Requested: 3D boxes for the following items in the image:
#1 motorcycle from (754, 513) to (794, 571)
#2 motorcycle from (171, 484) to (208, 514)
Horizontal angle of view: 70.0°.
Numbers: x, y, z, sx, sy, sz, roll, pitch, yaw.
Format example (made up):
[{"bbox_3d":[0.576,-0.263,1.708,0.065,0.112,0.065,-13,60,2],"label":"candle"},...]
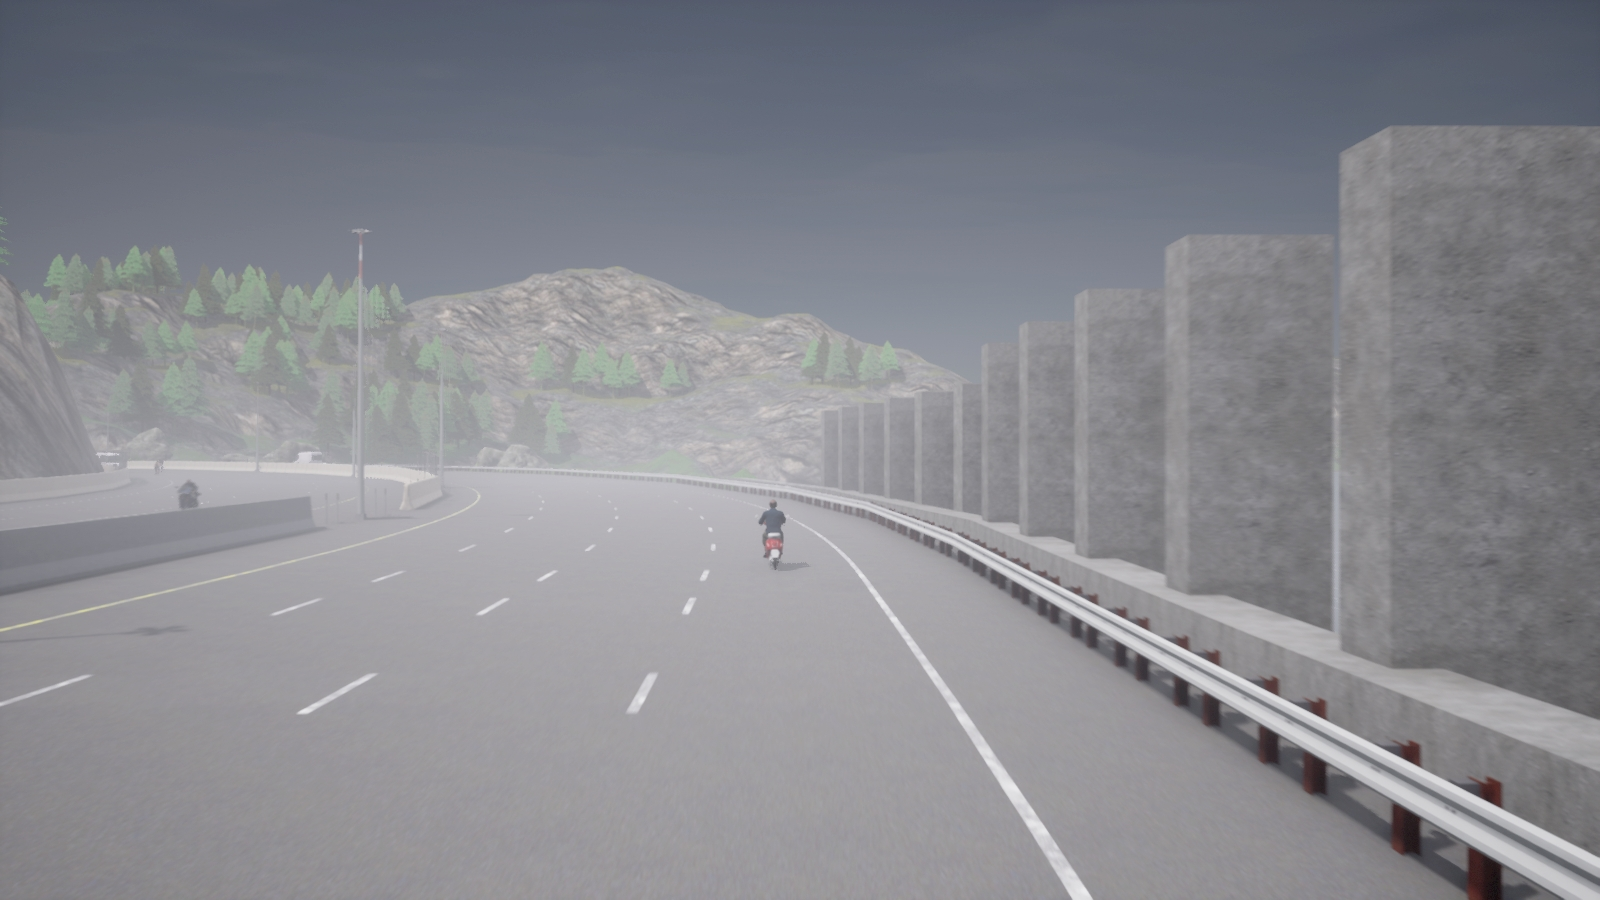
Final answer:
[{"bbox_3d":[-0.641,2.180,27.474,0.856,1.236,1.805,-1,0,-4],"label":"motorcycle"},{"bbox_3d":[-27.852,2.203,52.168,0.867,1.251,2.209,-1,0,-11],"label":"motorcycle"}]
